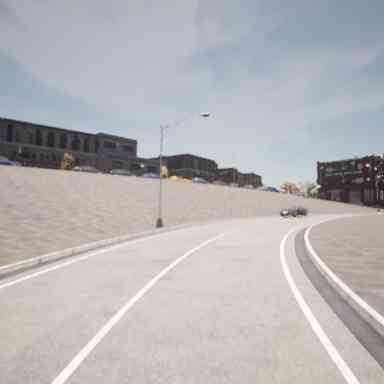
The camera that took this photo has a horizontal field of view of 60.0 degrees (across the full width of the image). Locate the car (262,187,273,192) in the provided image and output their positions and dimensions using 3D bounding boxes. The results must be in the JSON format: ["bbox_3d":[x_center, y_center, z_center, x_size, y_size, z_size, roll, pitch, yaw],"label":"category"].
[{"bbox_3d":[16.480,-0.431,78.557,2.185,1.767,4.553,-3,-6,40],"label":"car"}]

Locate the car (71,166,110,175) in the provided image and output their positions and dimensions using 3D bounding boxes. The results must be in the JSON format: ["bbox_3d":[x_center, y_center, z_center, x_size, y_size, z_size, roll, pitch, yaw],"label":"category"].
[{"bbox_3d":[-14.702,-2.822,47.049,4.892,1.521,2.231,4,-5,-41],"label":"car"}]

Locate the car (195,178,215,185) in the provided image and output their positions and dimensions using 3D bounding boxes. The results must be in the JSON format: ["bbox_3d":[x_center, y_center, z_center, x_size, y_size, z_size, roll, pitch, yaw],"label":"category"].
[{"bbox_3d":[1.508,-1.763,62.085,4.553,1.767,2.185,5,-6,-44],"label":"car"}]

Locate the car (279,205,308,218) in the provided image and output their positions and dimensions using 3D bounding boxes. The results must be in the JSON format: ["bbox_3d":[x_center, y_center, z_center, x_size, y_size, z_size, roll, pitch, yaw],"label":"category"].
[{"bbox_3d":[12.232,2.288,39.816,2.128,1.511,4.902,-4,-4,42],"label":"car"}]

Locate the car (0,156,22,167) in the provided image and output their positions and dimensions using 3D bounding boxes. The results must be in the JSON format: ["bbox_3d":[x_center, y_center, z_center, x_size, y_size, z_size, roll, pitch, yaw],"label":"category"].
[{"bbox_3d":[-22.947,-3.459,39.883,4.553,1.767,2.185,4,-5,-41],"label":"car"}]

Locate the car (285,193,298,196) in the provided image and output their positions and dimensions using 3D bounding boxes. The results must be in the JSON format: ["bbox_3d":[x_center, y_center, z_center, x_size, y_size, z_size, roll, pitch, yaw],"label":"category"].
[{"bbox_3d":[26.717,0.957,91.620,2.002,1.452,4.674,-3,-6,37],"label":"car"}]

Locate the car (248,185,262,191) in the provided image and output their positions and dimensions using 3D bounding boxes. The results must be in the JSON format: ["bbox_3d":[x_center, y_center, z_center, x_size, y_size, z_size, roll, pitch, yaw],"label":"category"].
[{"bbox_3d":[12.833,-0.665,74.265,2.231,1.521,4.892,-3,-6,42],"label":"car"}]

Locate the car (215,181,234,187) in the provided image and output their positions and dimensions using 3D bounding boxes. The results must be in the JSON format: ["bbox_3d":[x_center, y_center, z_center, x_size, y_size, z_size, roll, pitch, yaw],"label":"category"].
[{"bbox_3d":[5.481,-1.280,66.186,2.163,1.488,4.792,-4,-6,44],"label":"car"}]

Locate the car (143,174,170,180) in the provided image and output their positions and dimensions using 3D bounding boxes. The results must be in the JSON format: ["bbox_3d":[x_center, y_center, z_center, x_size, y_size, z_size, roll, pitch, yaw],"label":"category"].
[{"bbox_3d":[-6.443,-2.215,54.391,4.674,1.452,2.002,4,-6,-42],"label":"car"}]

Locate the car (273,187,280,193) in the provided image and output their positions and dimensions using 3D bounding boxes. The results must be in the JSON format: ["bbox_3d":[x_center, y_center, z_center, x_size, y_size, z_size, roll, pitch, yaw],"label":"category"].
[{"bbox_3d":[20.032,-0.173,82.894,2.435,2.045,5.566,-3,-6,39],"label":"car"}]

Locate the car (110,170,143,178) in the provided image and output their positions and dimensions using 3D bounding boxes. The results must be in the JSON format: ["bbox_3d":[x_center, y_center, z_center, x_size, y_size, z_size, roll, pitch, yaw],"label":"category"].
[{"bbox_3d":[-10.549,-2.551,50.674,4.892,1.521,2.231,4,-5,-41],"label":"car"}]

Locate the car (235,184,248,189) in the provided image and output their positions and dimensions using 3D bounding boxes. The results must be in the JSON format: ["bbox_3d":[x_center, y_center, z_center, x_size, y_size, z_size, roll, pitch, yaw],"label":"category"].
[{"bbox_3d":[9.233,-0.948,70.221,2.002,1.452,4.674,-3,-6,43],"label":"car"}]

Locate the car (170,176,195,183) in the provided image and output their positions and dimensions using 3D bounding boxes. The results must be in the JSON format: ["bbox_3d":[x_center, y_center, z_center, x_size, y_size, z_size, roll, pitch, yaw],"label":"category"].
[{"bbox_3d":[-2.418,-1.949,58.201,5.008,1.535,2.097,4,-6,-43],"label":"car"}]
